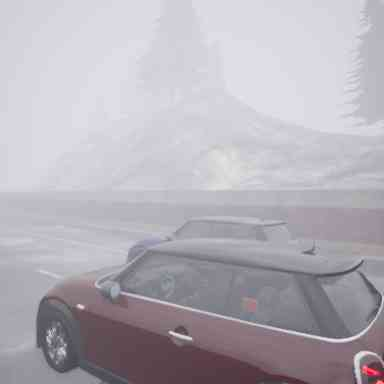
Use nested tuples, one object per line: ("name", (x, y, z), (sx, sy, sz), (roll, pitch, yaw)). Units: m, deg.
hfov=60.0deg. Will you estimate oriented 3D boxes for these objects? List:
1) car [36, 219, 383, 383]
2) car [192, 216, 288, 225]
("car", (0.054, 1.364, 4.113), (4.553, 1.767, 2.097), (0, 0, 37))
("car", (0.472, 1.375, 8.186), (4.553, 1.767, 2.097), (0, 0, 37))
